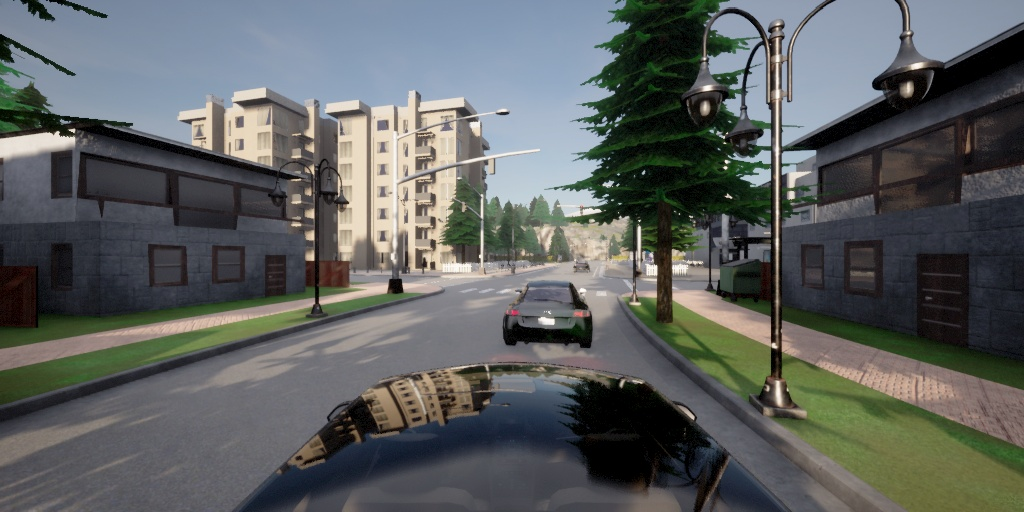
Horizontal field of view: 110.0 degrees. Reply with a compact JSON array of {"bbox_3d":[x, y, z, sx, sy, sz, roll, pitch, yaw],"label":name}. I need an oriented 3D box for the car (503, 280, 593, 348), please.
[{"bbox_3d":[0.997,1.314,9.335,1.994,1.385,4.181,0,0,8],"label":"car"}]

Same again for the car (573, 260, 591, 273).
[{"bbox_3d":[8.746,1.276,44.880,2.128,1.511,4.902,0,0,14],"label":"car"}]
